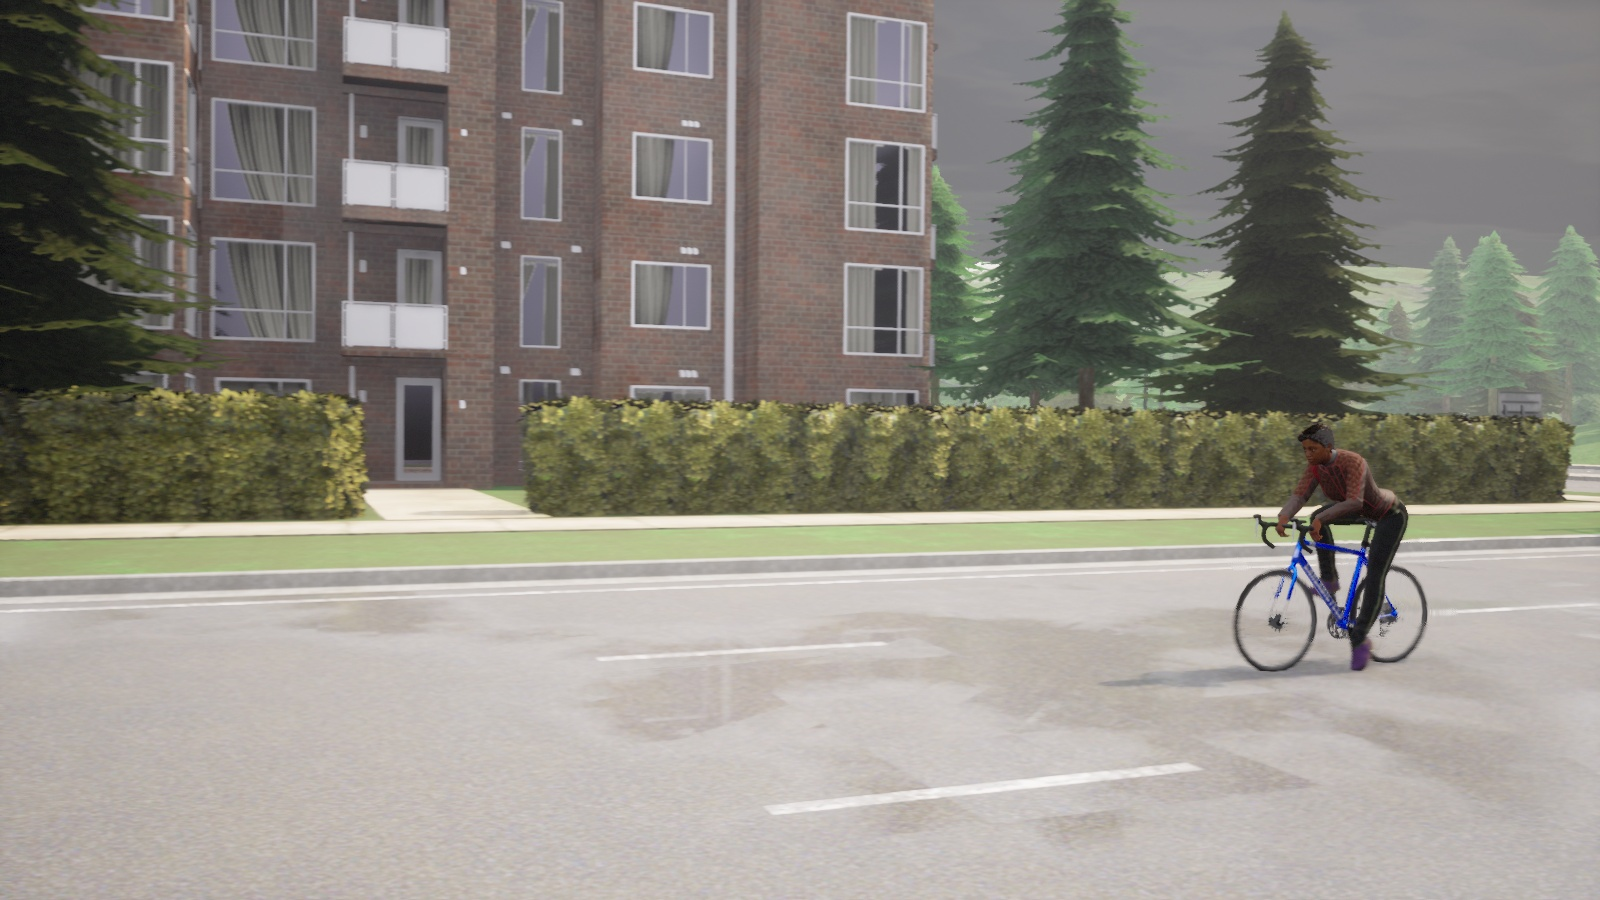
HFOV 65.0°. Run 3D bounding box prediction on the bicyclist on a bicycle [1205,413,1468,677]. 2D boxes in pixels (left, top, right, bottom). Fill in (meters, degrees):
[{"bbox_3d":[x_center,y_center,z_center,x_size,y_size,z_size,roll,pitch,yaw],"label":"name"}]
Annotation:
[{"bbox_3d":[3.565,0.577,8.336,1.656,1.620,0.582,-1,1,-21],"label":"bicyclist on a bicycle"}]
